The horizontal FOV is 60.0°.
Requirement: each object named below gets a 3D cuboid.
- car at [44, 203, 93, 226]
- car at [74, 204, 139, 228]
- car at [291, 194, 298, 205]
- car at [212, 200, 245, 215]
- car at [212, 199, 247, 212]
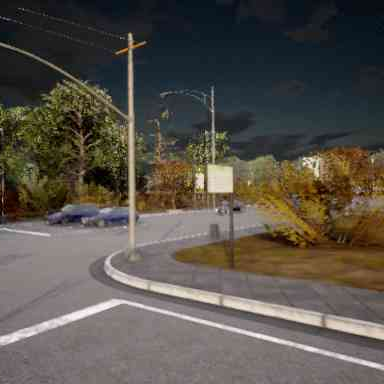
[{"bbox_3d":[-9.355,1.697,26.512,2.097,1.767,4.553,-1,-1,39],"label":"car"},{"bbox_3d":[-6.066,1.816,25.012,1.812,1.442,4.674,-1,-1,39],"label":"car"},{"bbox_3d":[15.504,1.287,51.893,2.150,2.045,5.566,-1,1,37],"label":"car"},{"bbox_3d":[4.189,1.728,37.800,2.128,1.511,4.902,-1,0,39],"label":"car"},{"bbox_3d":[5.062,1.779,44.475,2.033,1.411,5.357,-1,0,39],"label":"car"}]
